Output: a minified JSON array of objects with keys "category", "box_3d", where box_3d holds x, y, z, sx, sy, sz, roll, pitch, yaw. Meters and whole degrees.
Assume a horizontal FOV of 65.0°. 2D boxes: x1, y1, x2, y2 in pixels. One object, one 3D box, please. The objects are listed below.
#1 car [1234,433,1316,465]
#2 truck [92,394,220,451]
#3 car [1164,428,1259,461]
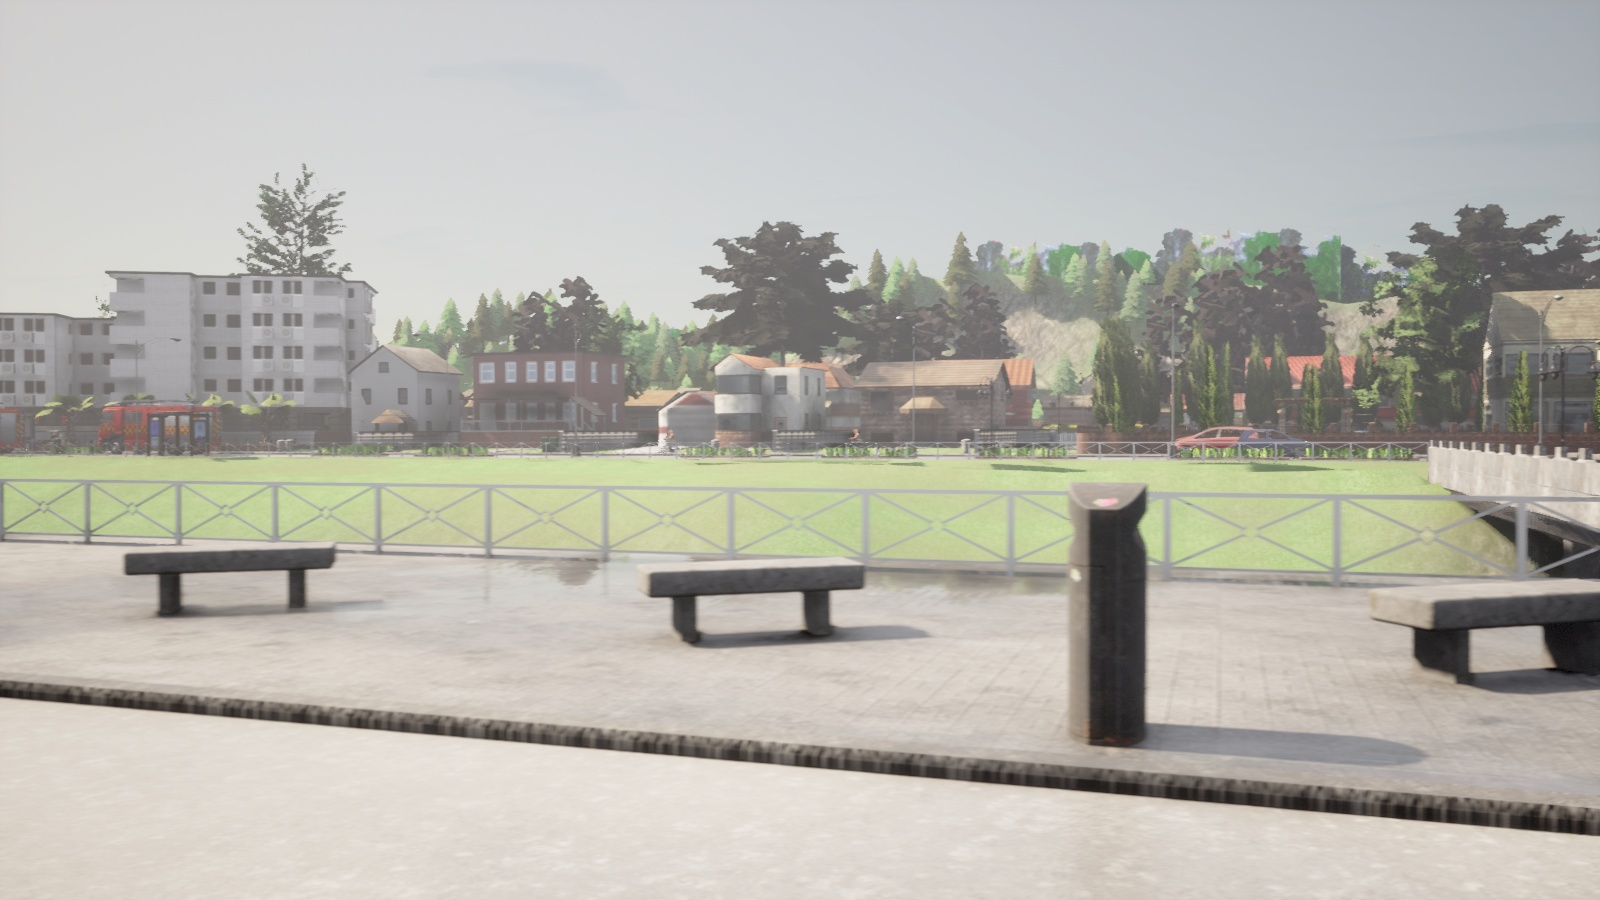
[{"category":"car","box_3d":[23.056,-0.050,61.039,3.633,1.501,1.845,1,1,19]},{"category":"truck","box_3d":[-45.223,-1.933,88.231,8.468,3.827,2.891,1,1,19]},{"category":"car","box_3d":[21.543,-0.302,65.767,4.611,1.667,2.242,1,1,19]}]
